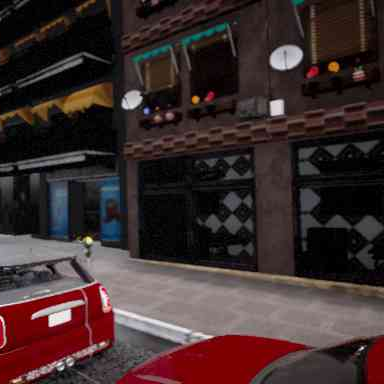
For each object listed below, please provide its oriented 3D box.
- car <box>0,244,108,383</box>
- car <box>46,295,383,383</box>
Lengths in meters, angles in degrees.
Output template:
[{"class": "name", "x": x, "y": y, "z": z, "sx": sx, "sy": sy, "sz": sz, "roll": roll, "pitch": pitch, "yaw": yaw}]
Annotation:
[{"class": "car", "x": -3.105, "y": 1.500, "z": 4.970, "sx": 4.097, "sy": 1.590, "sz": 1.967, "roll": -1, "pitch": -2, "yaw": 36}, {"class": "car", "x": 1.394, "y": 1.542, "z": 1.750, "sx": 4.507, "sy": 1.381, "sz": 1.887, "roll": -1, "pitch": -2, "yaw": 36}]
